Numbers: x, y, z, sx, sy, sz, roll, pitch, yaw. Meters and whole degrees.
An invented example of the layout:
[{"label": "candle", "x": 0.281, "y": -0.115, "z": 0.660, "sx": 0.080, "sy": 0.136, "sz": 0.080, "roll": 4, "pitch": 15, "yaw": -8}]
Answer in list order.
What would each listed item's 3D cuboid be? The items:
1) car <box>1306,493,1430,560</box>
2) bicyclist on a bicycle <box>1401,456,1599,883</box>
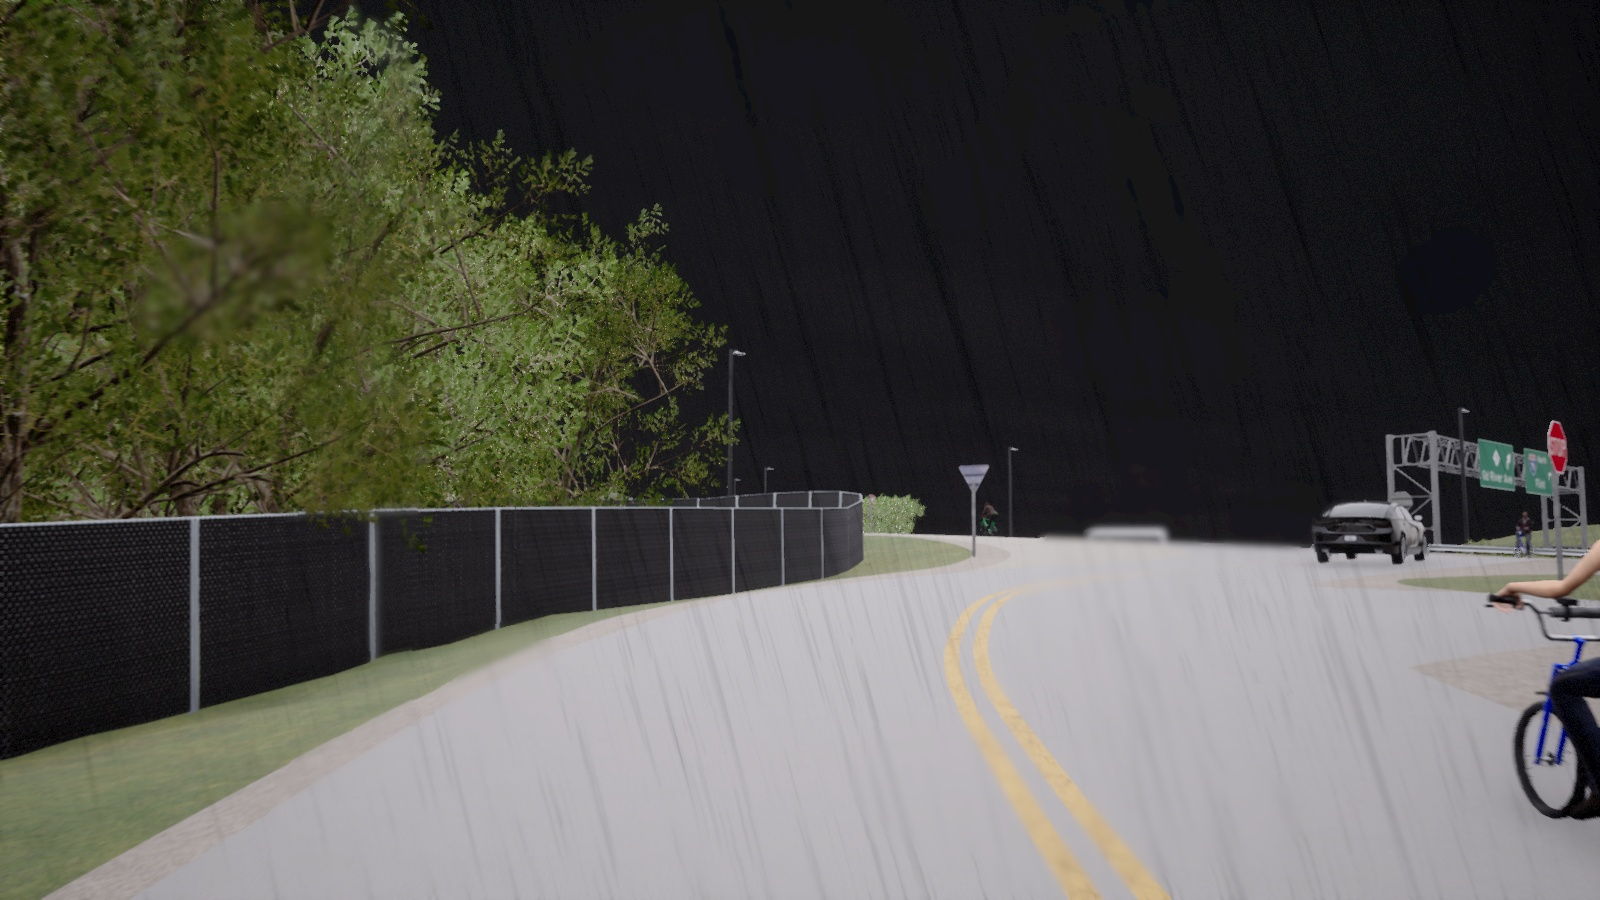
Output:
[{"label": "car", "x": 14.266, "y": 1.888, "z": 31.378, "sx": 1.882, "sy": 1.535, "sz": 5.008, "roll": -2, "pitch": -4, "yaw": 35}, {"label": "bicyclist on a bicycle", "x": 3.438, "y": 0.848, "z": 5.514, "sx": 0.866, "sy": 1.612, "sz": 1.509, "roll": 1, "pitch": -1, "yaw": 0}]
